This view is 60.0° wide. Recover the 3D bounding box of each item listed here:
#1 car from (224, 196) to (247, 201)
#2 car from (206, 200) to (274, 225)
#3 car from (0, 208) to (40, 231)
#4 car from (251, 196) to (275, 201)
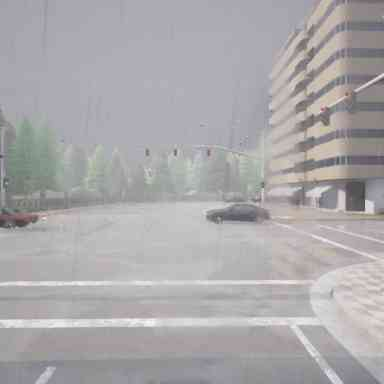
[{"bbox_3d":[8.858,1.547,68.251,5.357,1.411,2.033,0,0,-38],"label":"car"},{"bbox_3d":[3.324,1.554,24.053,4.674,1.442,1.812,1,0,-1],"label":"car"},{"bbox_3d":[-12.049,1.635,20.298,4.718,1.301,1.895,0,0,-1],"label":"car"},{"bbox_3d":[14.171,1.526,67.955,4.674,1.442,1.812,0,0,-34],"label":"car"}]
